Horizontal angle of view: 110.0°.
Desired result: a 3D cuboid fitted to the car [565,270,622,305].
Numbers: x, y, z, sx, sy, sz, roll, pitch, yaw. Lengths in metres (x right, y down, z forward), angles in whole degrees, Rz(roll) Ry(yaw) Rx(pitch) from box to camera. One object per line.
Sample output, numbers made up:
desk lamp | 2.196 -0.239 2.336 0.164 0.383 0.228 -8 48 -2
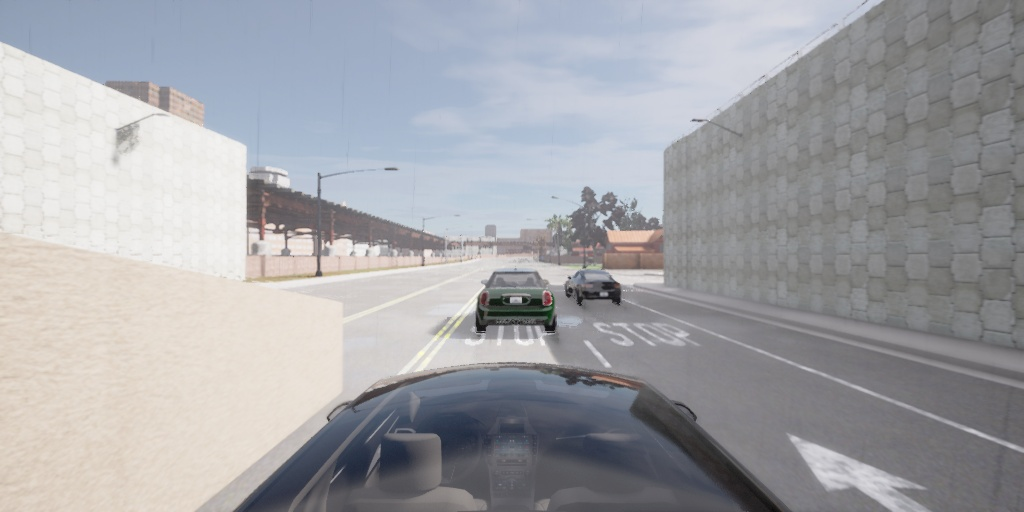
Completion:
car | 3.600 1.339 16.346 1.812 1.442 4.674 0 0 0

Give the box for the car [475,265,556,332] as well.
car | 0.100 1.141 11.112 2.097 1.767 4.553 0 0 0
